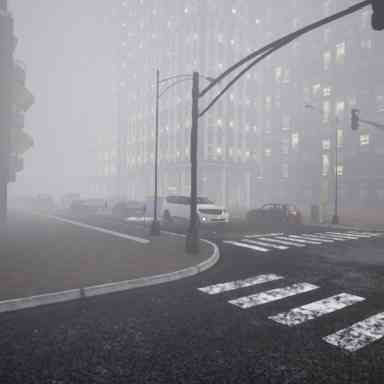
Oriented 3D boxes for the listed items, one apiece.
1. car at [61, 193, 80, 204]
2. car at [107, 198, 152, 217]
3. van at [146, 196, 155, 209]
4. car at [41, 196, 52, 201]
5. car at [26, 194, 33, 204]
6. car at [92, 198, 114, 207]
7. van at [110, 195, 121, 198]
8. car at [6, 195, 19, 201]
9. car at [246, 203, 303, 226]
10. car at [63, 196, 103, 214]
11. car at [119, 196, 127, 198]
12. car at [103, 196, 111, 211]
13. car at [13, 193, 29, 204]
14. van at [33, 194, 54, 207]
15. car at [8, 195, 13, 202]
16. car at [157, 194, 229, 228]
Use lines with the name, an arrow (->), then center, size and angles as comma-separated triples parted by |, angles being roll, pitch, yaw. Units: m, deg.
car -> -20.455, 1.182, 56.316 | 2.150, 2.045, 5.566 | 1, -1, -35
car -> -5.771, 1.498, 30.252 | 1.994, 1.385, 4.181 | 1, -1, -35
van -> -4.008, 1.382, 37.772 | 1.690, 1.788, 3.998 | 1, -1, -35
car -> -36.690, 1.571, 83.844 | 1.802, 1.307, 4.206 | 1, -1, -35
car -> -23.918, 1.432, 51.352 | 1.802, 1.307, 4.206 | 1, -1, -35
car -> -13.816, 1.587, 51.592 | 1.947, 1.339, 4.313 | 1, -1, -35
van -> -10.543, 1.368, 46.987 | 1.690, 1.788, 3.998 | 1, -1, -35
car -> -40.255, 1.378, 74.390 | 2.008, 1.369, 4.403 | 1, -1, -35
car -> 5.793, 1.505, 23.949 | 1.967, 1.590, 4.097 | 1, -1, -35
car -> -10.847, 1.427, 32.923 | 2.008, 1.369, 4.403 | 1, -1, -35
car -> -7.280, 1.584, 42.377 | 2.008, 1.369, 4.403 | 1, -1, -35
car -> -11.650, 1.468, 38.546 | 2.033, 1.411, 5.357 | 1, -1, -35
car -> -30.449, 1.155, 60.570 | 2.192, 1.841, 5.009 | 1, -1, -35
van -> -20.646, 1.197, 46.747 | 1.690, 1.788, 3.998 | 1, -1, -35
car -> -36.988, 1.397, 69.783 | 1.947, 1.339, 4.313 | 1, -1, -35
car -> 0.012, 1.170, 22.098 | 2.150, 2.045, 5.566 | 1, -1, -35
